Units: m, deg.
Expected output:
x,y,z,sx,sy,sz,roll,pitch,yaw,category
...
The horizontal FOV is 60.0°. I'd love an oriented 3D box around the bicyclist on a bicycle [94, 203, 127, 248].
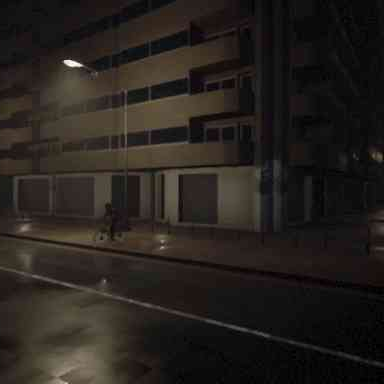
x,y,z,sx,sy,sz,roll,pitch,yaw,category
-3.096,1.253,12.721,0.582,1.620,1.656,0,1,34,bicyclist on a bicycle
